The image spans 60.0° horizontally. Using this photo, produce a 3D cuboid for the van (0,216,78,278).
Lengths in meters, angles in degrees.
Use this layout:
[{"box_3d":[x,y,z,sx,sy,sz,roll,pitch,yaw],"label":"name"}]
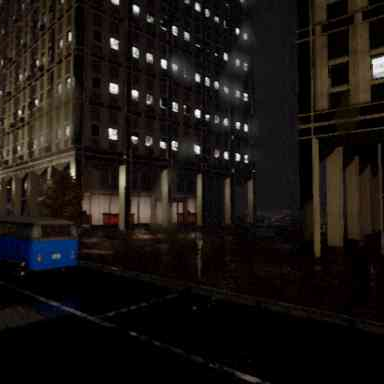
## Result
[{"box_3d":[-5.555,1.761,11.401,3.998,1.788,1.690,-1,-4,40],"label":"van"}]
